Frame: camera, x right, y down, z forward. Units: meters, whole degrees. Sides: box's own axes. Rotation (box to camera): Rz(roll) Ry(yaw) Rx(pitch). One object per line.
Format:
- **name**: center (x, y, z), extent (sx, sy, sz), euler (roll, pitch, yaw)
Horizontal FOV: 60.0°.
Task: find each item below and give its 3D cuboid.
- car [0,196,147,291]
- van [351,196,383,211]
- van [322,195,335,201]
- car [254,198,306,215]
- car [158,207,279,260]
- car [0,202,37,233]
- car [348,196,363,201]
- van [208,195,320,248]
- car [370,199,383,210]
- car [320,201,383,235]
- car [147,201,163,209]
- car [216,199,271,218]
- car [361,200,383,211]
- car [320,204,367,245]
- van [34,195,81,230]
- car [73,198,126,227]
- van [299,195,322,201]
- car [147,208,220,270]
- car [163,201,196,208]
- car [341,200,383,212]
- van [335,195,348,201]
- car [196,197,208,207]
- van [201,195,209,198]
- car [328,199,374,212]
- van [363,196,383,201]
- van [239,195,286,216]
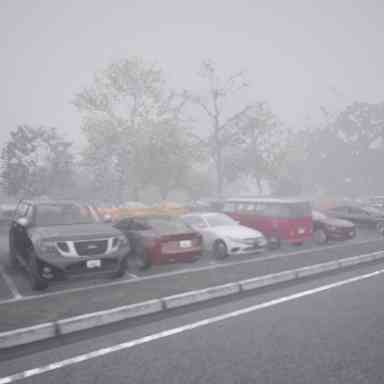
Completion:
- **car**: center (-3.756, 1.222, 9.544), extent (2.435, 2.045, 5.566), euler (0, 0, -35)
- **van**: center (24.716, 1.557, 46.078), extent (1.878, 1.987, 4.442), euler (1, -1, -35)
- **van**: center (13.540, 1.328, 38.112), extent (1.878, 1.987, 4.442), euler (1, -1, -35)
- **car**: center (9.106, 1.488, 34.815), extent (2.097, 1.535, 5.008), euler (0, 0, -35)
- **car**: center (0.747, 1.516, 12.792), extent (2.002, 1.452, 4.674), euler (0, 0, -35)
- **car**: center (-11.190, 1.474, 20.335), extent (2.231, 1.521, 4.892), euler (0, 0, -35)
- **car**: center (18.034, 1.393, 41.137), extent (2.435, 2.045, 5.566), euler (1, -1, -35)
- **van**: center (2.942, 1.252, 14.496), extent (1.878, 1.987, 4.442), euler (0, 0, -35)
- **car**: center (29.396, 1.877, 49.264), extent (2.097, 1.535, 5.008), euler (1, -1, -35)
- **car**: center (9.808, 1.513, 19.210), extent (2.163, 1.488, 4.792), euler (0, 0, -36)
- **car**: center (-4.524, 1.478, 25.087), extent (2.097, 1.535, 5.008), euler (0, 0, -35)
- **car**: center (4.706, 1.482, 31.446), extent (1.946, 1.575, 5.366), euler (0, 0, -36)
- **car**: center (27.034, 1.869, 47.590), extent (2.002, 1.452, 4.674), euler (1, -1, -35)
- **car**: center (5.267, 1.480, 16.017), extent (2.097, 1.535, 5.008), euler (0, 0, -35)
- **van**: center (-9.005, 1.249, 22.043), extent (1.878, 1.987, 4.442), euler (0, 0, -35)
- **car**: center (-6.663, 1.351, 23.530), extent (2.185, 1.767, 4.553), euler (0, 0, -35)
- **van**: center (11.312, 1.280, 36.238), extent (1.878, 1.987, 4.442), euler (1, 0, -35)
- **car**: center (-1.528, 1.504, 11.203), extent (2.163, 1.488, 4.792), euler (0, 0, -35)
- **car**: center (-2.166, 1.480, 26.768), extent (2.097, 1.535, 5.008), euler (0, 0, -35)
- **car**: center (22.628, 1.779, 44.444), extent (2.002, 1.452, 4.674), euler (1, -1, -35)
- **van**: center (15.694, 1.372, 39.647), extent (1.878, 1.987, 4.442), euler (1, -1, -35)
- **car**: center (0.090, 1.483, 28.375), extent (2.231, 1.521, 4.892), euler (0, 0, -35)
- **van**: center (2.275, 1.258, 30.083), extent (1.878, 1.987, 4.442), euler (0, 0, -35)
- **car**: center (20.374, 1.693, 42.833), extent (2.097, 1.535, 5.008), euler (1, -1, -35)
- **van**: center (14.381, 1.261, 22.363), extent (1.878, 1.987, 4.442), euler (0, 0, -35)
- **van**: center (6.921, 1.261, 33.108), extent (1.878, 1.987, 4.442), euler (0, 0, -35)
